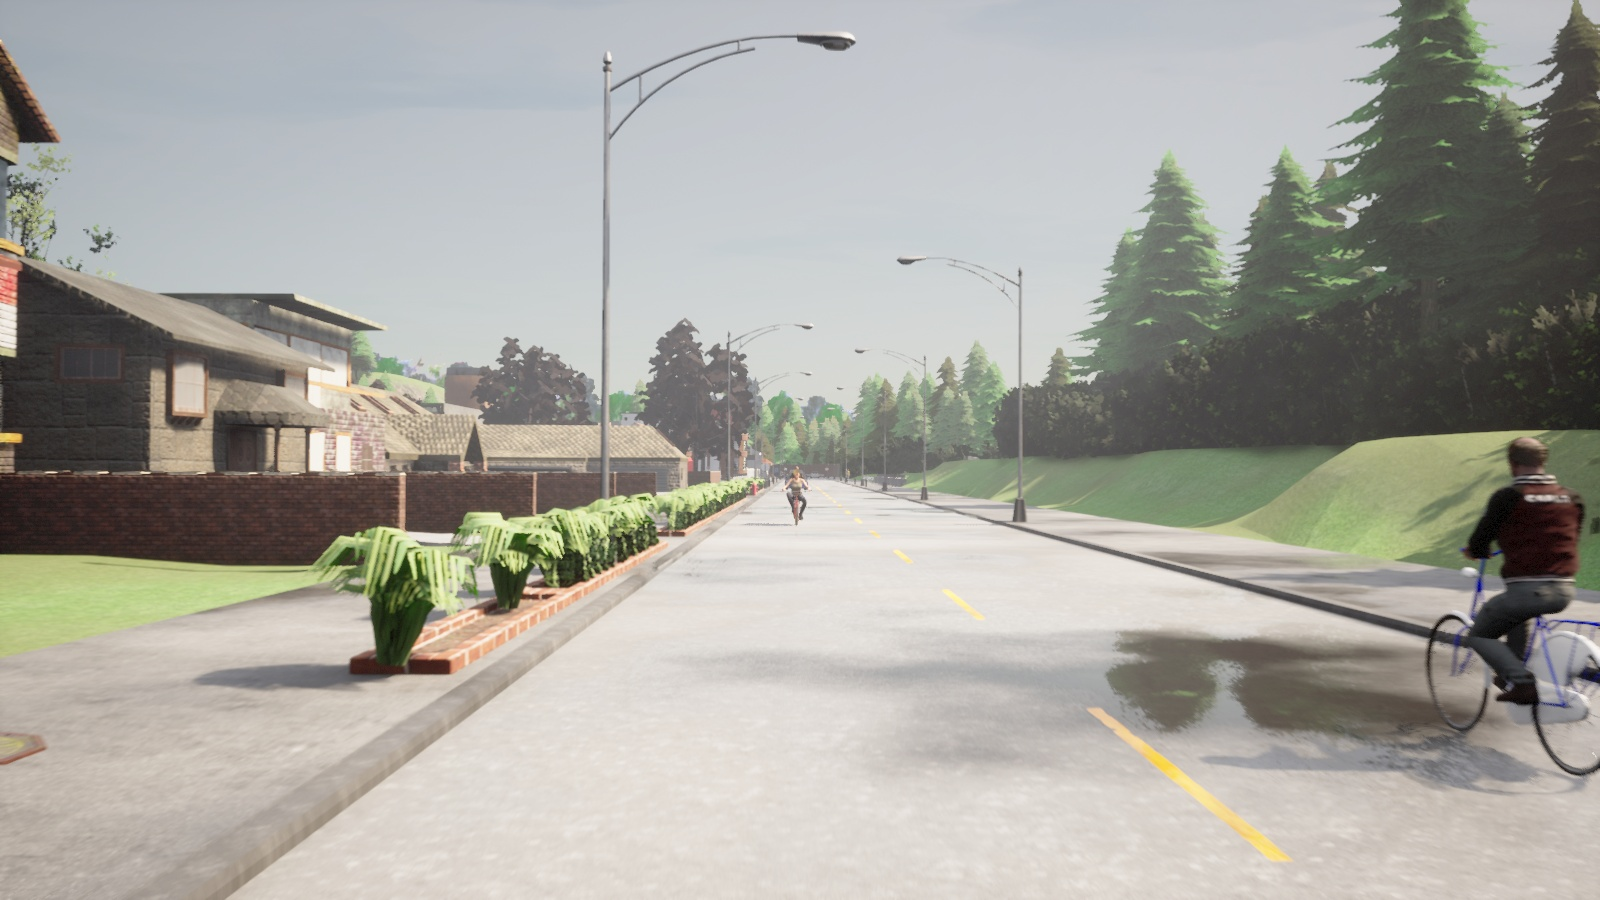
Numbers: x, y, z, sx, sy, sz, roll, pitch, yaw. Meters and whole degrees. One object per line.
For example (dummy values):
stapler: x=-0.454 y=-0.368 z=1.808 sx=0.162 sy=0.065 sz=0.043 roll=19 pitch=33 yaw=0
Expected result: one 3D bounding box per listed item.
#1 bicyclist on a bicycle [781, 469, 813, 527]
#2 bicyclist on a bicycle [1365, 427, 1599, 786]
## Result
bicyclist on a bicycle: x=-0.086 y=1.349 z=35.677 sx=0.866 sy=1.612 sz=1.509 roll=0 pitch=-1 yaw=0
bicyclist on a bicycle: x=3.982 y=0.789 z=7.165 sx=0.659 sy=1.776 sz=1.843 roll=0 pitch=-1 yaw=0
